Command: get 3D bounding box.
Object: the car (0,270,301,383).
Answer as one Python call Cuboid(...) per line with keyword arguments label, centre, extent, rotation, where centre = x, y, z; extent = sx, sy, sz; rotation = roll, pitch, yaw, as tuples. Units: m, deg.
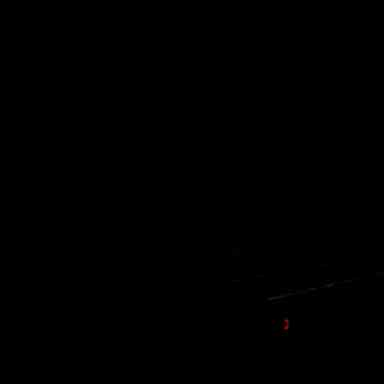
Cuboid(label="car", centre=(-0.895, 1.562, 3.209), extent=(4.181, 1.385, 1.994), rotation=(0, 0, -35))
